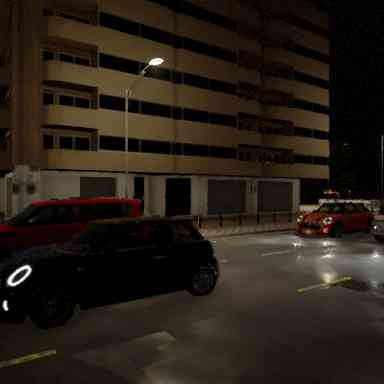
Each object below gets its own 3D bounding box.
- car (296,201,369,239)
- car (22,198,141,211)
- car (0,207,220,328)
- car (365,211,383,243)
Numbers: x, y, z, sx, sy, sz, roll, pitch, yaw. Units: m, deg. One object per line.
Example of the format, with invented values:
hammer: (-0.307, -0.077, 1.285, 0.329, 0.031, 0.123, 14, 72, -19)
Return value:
car: (7.514, 1.351, 17.348, 4.553, 1.767, 2.097, 0, 0, -34)
car: (-3.948, 1.221, 9.763, 5.566, 2.045, 2.150, 0, 0, -34)
car: (-1.665, 1.352, 7.076, 4.553, 1.767, 2.097, 0, 0, -34)
car: (10.054, 1.601, 14.834, 4.718, 1.301, 1.895, 0, 0, -33)
